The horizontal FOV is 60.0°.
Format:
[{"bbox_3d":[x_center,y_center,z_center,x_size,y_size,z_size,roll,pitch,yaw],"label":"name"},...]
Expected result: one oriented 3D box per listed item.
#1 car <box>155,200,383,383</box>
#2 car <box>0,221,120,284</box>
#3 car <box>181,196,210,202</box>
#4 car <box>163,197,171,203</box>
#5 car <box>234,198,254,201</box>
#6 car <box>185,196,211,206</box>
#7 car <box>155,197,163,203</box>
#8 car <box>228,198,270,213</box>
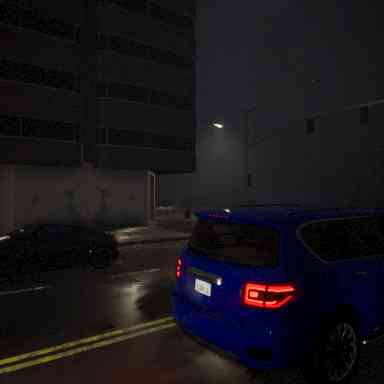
[{"bbox_3d":[2.328,1.221,5.469,5.566,2.045,2.150,0,0,-35],"label":"car"},{"bbox_3d":[-4.248,1.564,9.583,4.181,1.385,1.994,0,0,-36],"label":"car"},{"bbox_3d":[0.165,1.352,53.030,2.097,1.767,4.553,0,0,-36],"label":"car"},{"bbox_3d":[-5.325,1.478,54.427,1.882,1.535,5.008,0,0,-36],"label":"car"},{"bbox_3d":[5.520,1.546,33.614,2.033,1.411,5.357,0,0,-31],"label":"car"},{"bbox_3d":[1.007,1.478,57.819,1.882,1.535,5.008,0,0,-36],"label":"car"},{"bbox_3d":[-6.720,1.601,50.366,1.895,1.301,4.718,0,0,-36],"label":"car"},{"bbox_3d":[6.454,1.500,38.179,1.837,1.490,4.892,0,1,-36],"label":"car"}]
